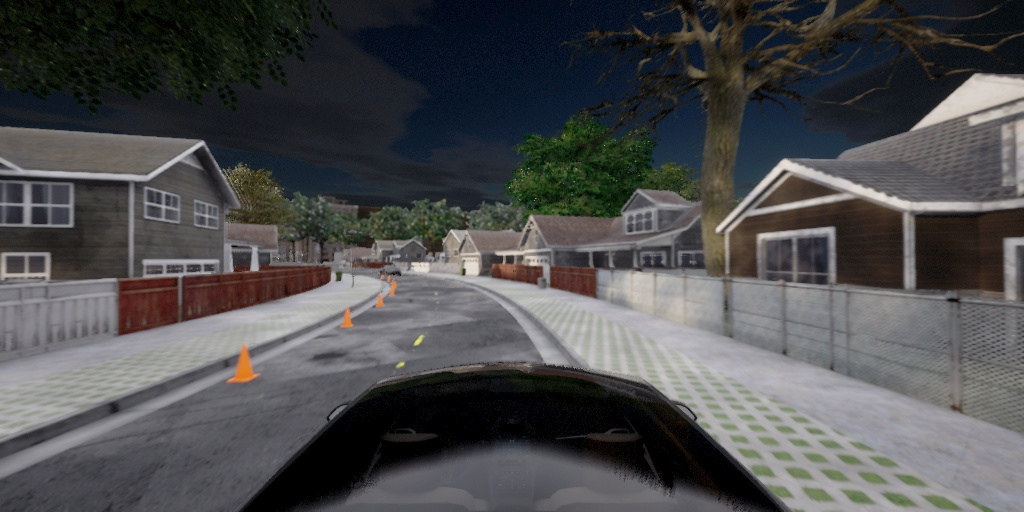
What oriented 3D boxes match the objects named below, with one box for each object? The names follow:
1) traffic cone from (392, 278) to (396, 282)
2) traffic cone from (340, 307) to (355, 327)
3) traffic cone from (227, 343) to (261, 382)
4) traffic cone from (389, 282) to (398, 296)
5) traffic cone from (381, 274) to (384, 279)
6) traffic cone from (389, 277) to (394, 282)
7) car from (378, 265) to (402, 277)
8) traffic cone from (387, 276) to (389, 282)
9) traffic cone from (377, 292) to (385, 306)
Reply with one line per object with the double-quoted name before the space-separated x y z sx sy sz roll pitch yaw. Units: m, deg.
"traffic cone" -8.158 2.009 25.074 0.340 0.580 0.340 0 0 -18
"traffic cone" -5.001 1.836 10.904 0.340 0.580 0.340 0 0 -7
"traffic cone" -4.540 1.781 6.080 0.340 0.580 0.340 0 0 -4
"traffic cone" -6.814 1.950 20.419 0.340 0.580 0.340 0 0 -14
"traffic cone" -13.878 2.185 38.418 0.340 0.580 0.340 0 0 -29
"traffic cone" -9.788 2.068 29.637 0.340 0.580 0.340 0 0 -21
"car" -14.917 1.798 43.781 1.837 1.490 4.892 0 -1 -34
"traffic cone" -11.698 2.127 34.091 0.340 0.580 0.340 0 0 -25
"traffic cone" -5.760 1.893 15.689 0.340 0.580 0.340 0 0 -11
